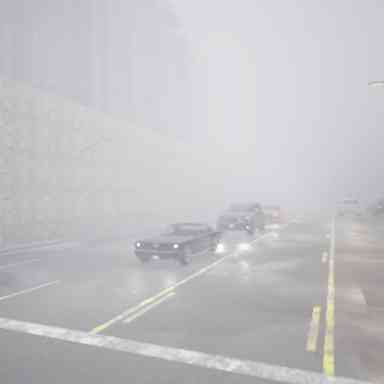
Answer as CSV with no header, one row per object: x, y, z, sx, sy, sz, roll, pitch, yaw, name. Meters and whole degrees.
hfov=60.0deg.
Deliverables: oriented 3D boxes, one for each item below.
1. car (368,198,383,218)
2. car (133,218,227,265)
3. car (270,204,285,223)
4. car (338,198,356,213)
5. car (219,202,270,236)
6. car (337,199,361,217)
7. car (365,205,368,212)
21.351,1.725,36.850,2.150,2.045,5.566,-2,-1,23,car
-0.358,1.928,13.279,1.895,1.301,4.718,-2,-1,23,car
7.421,1.971,31.457,2.097,1.767,4.553,-2,-1,23,car
22.673,1.983,48.835,2.150,2.045,5.566,-2,-1,23,car
3.415,1.691,22.125,2.150,2.045,5.566,-2,-1,23,car
18.510,1.827,39.107,2.150,2.045,5.566,-2,-1,23,car
25.545,2.209,46.725,2.033,1.411,5.357,-2,-1,23,car
